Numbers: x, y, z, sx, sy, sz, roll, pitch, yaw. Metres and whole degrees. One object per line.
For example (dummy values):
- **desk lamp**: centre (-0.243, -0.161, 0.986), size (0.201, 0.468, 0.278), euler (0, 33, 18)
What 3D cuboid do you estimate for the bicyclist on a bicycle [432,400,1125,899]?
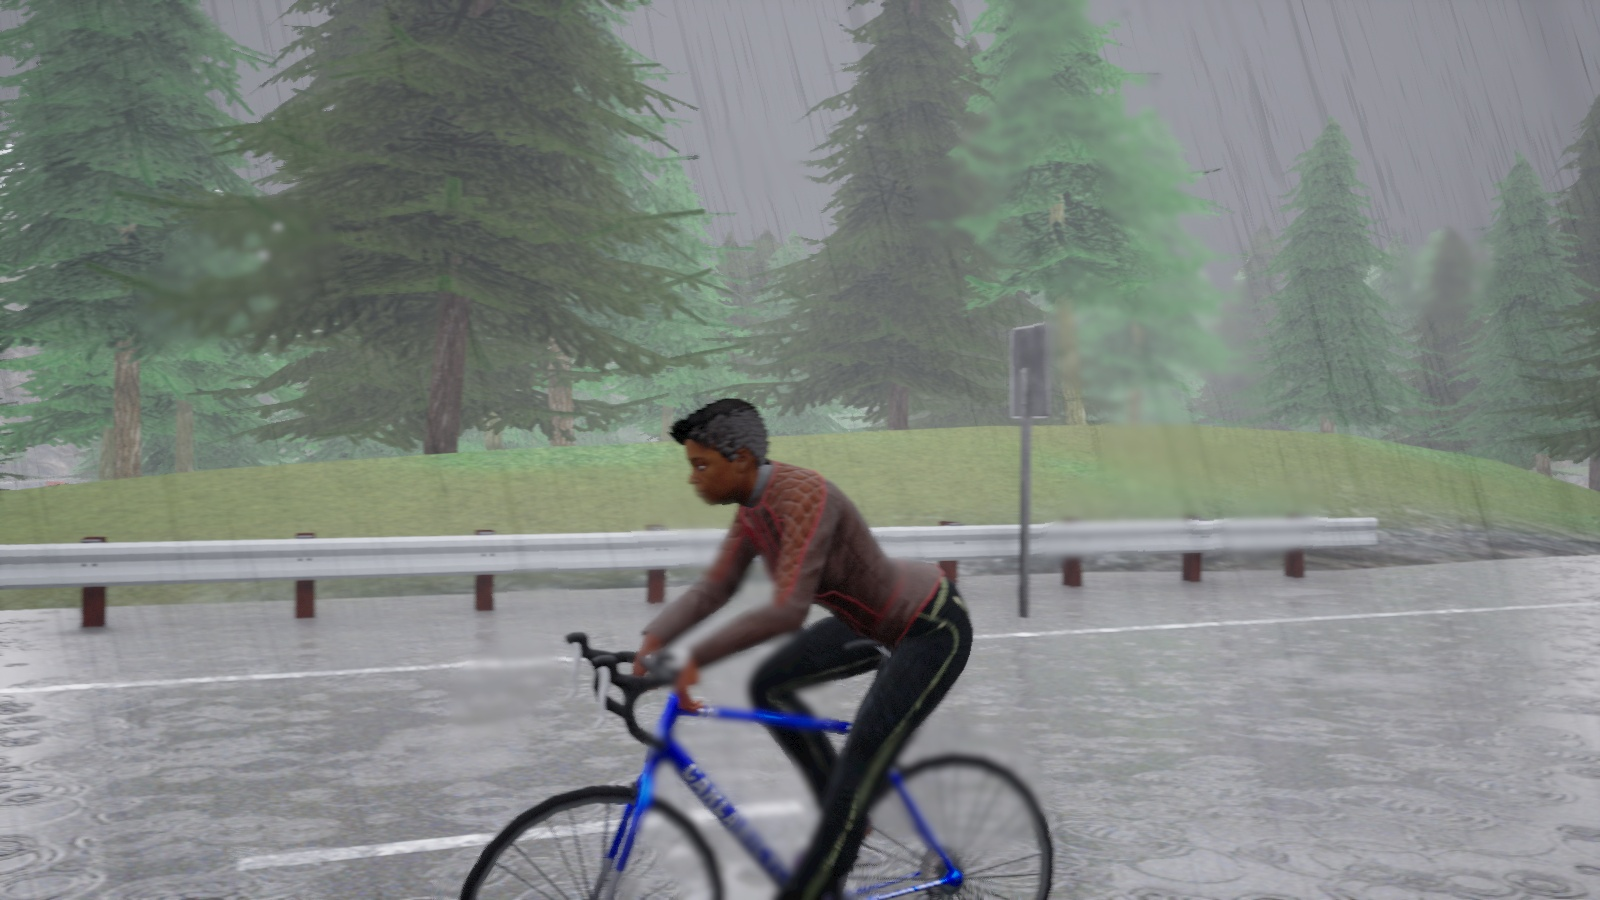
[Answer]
- **bicyclist on a bicycle**: centre (-0.043, 0.696, 3.223), size (1.656, 1.620, 0.582), euler (-1, 1, -21)
